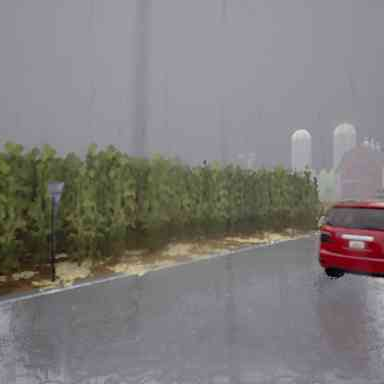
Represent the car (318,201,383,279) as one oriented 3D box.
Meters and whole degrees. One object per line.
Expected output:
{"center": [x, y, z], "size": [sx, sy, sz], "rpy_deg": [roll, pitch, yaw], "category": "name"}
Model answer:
{"center": [5.520, 1.264, 9.312], "size": [2.150, 2.045, 5.566], "rpy_deg": [0, 0, 44], "category": "car"}
